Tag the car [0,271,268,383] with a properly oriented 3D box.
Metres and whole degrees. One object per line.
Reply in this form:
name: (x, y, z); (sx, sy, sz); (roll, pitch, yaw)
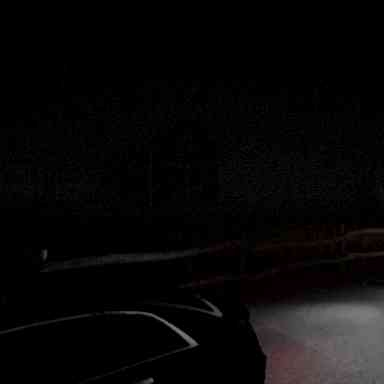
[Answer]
car: (-1.607, 1.504, 2.417); (4.892, 1.490, 1.837); (0, 0, -33)
